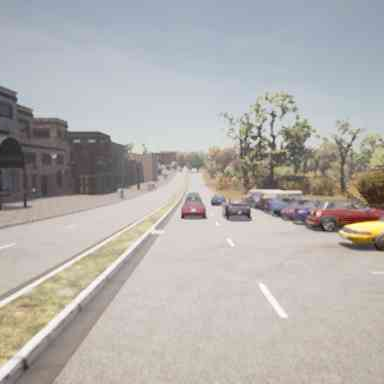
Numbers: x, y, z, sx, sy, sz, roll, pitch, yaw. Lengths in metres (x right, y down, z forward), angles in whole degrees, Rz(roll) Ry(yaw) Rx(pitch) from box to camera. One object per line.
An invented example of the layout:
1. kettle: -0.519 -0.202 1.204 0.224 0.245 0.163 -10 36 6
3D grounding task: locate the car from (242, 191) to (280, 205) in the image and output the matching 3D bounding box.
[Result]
1. car: 8.894 0.764 43.277 4.553 1.767 2.185 0 2 0

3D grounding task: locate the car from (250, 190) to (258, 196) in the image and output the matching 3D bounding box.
1. car: 8.818 0.948 35.141 4.553 1.767 2.185 0 1 0

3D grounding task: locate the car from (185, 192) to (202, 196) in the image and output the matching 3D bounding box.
1. car: 0.167 0.779 42.443 2.097 1.767 4.553 0 1 0

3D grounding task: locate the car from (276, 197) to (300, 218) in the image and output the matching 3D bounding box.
1. car: 8.832 1.303 23.997 4.674 1.452 2.002 0 1 0

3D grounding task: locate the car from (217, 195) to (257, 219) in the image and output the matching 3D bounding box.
1. car: 3.395 1.242 26.035 2.128 1.511 4.902 0 1 0

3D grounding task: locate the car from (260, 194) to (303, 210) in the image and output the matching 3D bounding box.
1. car: 8.869 1.205 29.507 4.792 1.488 2.163 0 1 0

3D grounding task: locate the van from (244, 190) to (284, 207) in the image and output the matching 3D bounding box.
1. van: 8.743 0.732 40.523 4.442 1.987 1.878 0 1 0

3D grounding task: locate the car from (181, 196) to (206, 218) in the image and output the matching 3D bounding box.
1. car: 0.130 1.297 27.081 1.994 1.385 4.181 0 1 0

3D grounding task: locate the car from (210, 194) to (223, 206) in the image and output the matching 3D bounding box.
1. car: 3.425 0.986 42.691 1.994 1.385 4.181 0 1 0

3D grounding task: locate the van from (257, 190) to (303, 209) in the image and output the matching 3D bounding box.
1. van: 8.961 0.902 32.255 4.442 1.987 1.878 0 1 0

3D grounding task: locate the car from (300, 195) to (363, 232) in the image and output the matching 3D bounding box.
1. car: 8.789 1.212 18.480 4.553 1.767 2.185 0 1 0

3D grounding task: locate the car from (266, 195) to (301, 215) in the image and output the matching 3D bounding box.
1. car: 8.805 1.252 26.755 4.792 1.488 2.163 0 1 0

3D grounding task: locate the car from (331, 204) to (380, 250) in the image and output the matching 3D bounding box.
1. car: 8.625 1.391 12.979 5.366 1.575 1.946 0 1 0

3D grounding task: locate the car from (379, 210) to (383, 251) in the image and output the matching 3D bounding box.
1. car: 8.834 1.449 10.219 4.792 1.488 2.163 0 1 0

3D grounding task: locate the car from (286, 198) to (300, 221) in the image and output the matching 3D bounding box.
1. car: 8.822 1.340 21.244 4.674 1.452 2.002 0 1 0

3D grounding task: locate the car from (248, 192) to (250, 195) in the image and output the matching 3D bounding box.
1. car: 8.848 1.020 37.770 4.892 1.521 2.231 0 1 0
